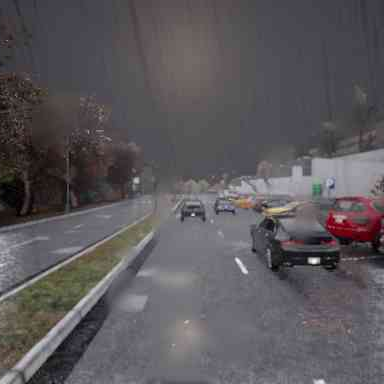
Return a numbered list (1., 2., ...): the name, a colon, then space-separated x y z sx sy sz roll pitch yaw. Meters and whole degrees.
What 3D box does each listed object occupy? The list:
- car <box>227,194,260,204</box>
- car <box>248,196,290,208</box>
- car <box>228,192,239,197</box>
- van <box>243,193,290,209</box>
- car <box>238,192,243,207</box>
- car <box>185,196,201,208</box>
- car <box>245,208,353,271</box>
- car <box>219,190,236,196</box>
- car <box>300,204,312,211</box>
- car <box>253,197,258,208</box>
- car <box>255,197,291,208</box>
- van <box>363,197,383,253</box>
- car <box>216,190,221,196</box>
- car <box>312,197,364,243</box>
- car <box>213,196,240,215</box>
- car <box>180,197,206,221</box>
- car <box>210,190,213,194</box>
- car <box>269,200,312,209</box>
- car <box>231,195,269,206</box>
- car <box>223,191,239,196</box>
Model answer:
1. car: 8.055 1.107 52.323 4.674 1.452 2.002 0 1 -20
2. car: 8.058 1.406 31.440 4.674 1.452 2.002 1 0 -20
3. car: 7.887 1.200 43.308 5.366 1.575 1.946 0 1 -20
4. van: 7.958 1.107 34.369 4.442 1.987 1.878 0 1 -20
5. car: 8.035 1.168 37.397 4.553 1.767 2.185 0 1 -20
6. car: 0.091 1.284 42.866 1.994 1.385 4.181 0 1 0
7. car: 3.098 1.494 10.866 1.837 1.490 4.892 0 0 0
8. car: 8.067 0.952 61.262 4.892 1.521 2.231 1 1 -20
9. car: 8.063 1.507 16.514 4.674 1.452 2.002 1 0 -20
10. car: 8.090 1.428 28.468 4.792 1.488 2.163 1 0 -20
11. car: 7.893 1.416 25.398 5.366 1.575 1.946 1 1 -20
12. van: 7.963 1.252 10.499 4.442 1.987 1.878 1 0 -20
13. car: 8.086 0.665 64.260 5.566 2.045 2.435 1 0 -20
14. car: 8.097 1.225 13.542 5.566 2.045 2.435 1 0 -20
15. car: 3.093 1.409 32.648 2.033 1.411 5.357 0 1 0
16. car: 0.093 1.425 26.606 1.837 1.490 4.892 0 0 0
17. car: 7.881 0.742 82.075 5.366 1.575 1.946 1 1 -20
18. car: 8.038 1.471 22.471 4.792 1.488 2.163 1 1 -20
19. car: 8.087 1.187 46.370 4.792 1.488 2.163 0 1 -20
20. car: 7.887 1.106 49.274 5.366 1.575 1.946 0 1 -20
